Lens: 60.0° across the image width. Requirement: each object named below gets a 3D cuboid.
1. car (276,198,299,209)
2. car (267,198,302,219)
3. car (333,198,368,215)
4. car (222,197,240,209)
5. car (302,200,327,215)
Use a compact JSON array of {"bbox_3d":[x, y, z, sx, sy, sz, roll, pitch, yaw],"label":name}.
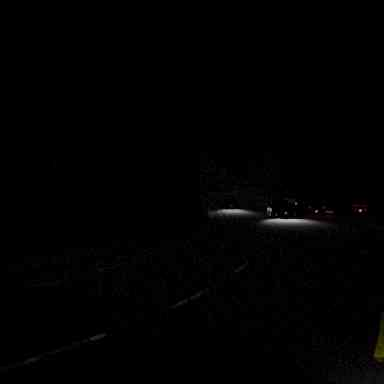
[{"bbox_3d":[12.143,1.438,42.650,1.895,1.301,4.718,0,0,3],"label":"car"},{"bbox_3d":[7.525,1.458,28.094,1.994,1.385,4.181,0,0,5],"label":"car"},{"bbox_3d":[14.928,1.366,31.528,1.837,1.490,4.892,0,0,4],"label":"car"},{"bbox_3d":[4.932,1.350,42.442,2.128,1.511,4.902,0,0,3],"label":"car"},{"bbox_3d":[11.511,1.470,32.532,1.895,1.301,4.718,0,0,4],"label":"car"}]
